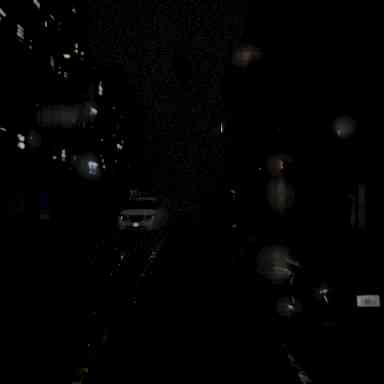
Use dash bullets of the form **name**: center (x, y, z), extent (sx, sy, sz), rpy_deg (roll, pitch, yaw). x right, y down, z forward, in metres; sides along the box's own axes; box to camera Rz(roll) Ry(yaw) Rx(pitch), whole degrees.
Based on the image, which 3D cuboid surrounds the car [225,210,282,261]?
- **car**: center (2.522, 1.613, 12.497), extent (1.887, 1.381, 4.507), rpy_deg (-1, 0, 0)

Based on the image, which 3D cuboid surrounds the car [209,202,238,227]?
- **car**: center (2.522, 1.681, 23.826), extent (2.008, 1.369, 4.403), rpy_deg (-1, 0, 0)

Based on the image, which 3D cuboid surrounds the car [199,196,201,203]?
- **car**: center (2.556, 1.730, 52.147), extent (1.967, 1.590, 4.097), rpy_deg (-1, 0, 0)

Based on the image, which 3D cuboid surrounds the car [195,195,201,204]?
- **car**: center (2.259, 1.768, 73.433), extent (2.097, 1.767, 4.553), rpy_deg (0, 0, 0)

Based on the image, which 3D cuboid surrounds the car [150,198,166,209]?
- **car**: center (-5.328, 1.731, 52.356), extent (1.967, 1.590, 4.097), rpy_deg (-1, 0, 0)

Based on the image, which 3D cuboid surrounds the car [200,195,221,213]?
- **car**: center (2.540, 1.539, 40.820), extent (2.192, 1.841, 5.009), rpy_deg (-1, 0, 0)

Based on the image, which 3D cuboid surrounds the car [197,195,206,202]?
- **car**: center (2.549, 1.837, 91.798), extent (2.192, 1.841, 5.009), rpy_deg (-1, 0, 0)

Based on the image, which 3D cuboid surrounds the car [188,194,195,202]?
- **car**: center (-0.004, 1.619, 91.083), extent (2.150, 2.045, 5.566), rpy_deg (0, 0, 0)

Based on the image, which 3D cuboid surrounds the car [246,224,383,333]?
- **car**: center (2.523, 1.603, 6.833), extent (1.947, 1.339, 4.313), rpy_deg (-1, 0, 0)

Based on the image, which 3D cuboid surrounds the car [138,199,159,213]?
- **car**: center (-5.328, 1.666, 41.053), extent (1.967, 1.590, 4.097), rpy_deg (-1, 0, 0)

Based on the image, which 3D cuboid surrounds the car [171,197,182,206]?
- **car**: center (-2.778, 1.901, 63.147), extent (2.033, 1.411, 5.357), rpy_deg (0, 0, 1)

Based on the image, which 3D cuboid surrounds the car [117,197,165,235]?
- **car**: center (-2.859, 1.329, 19.815), extent (2.150, 2.045, 5.566), rpy_deg (0, 0, 0)
